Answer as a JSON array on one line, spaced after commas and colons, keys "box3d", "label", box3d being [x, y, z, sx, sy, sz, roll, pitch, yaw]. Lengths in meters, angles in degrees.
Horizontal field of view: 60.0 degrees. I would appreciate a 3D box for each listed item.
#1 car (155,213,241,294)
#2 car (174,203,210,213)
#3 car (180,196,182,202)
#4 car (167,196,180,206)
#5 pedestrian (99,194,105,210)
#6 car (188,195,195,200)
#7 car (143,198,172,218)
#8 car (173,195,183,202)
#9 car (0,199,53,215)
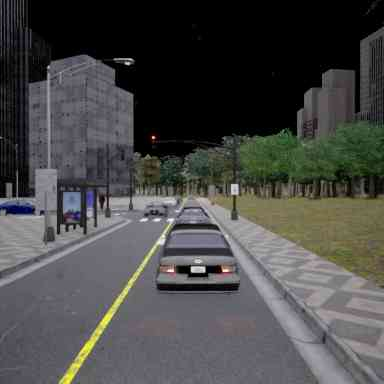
[{"box3d": [0.094, 1.545, 8.939, 2.033, 1.411, 5.357, 0, 0, -1], "label": "car"}, {"box3d": [0.071, 1.554, 19.217, 1.994, 1.385, 4.181, 0, 0, 0], "label": "car"}, {"box3d": [-3.120, 1.532, 59.777, 1.895, 1.301, 4.718, 0, 0, 0], "label": "car"}, {"box3d": [-3.130, 1.477, 47.599, 1.812, 1.442, 4.674, 0, 0, 0], "label": "car"}, {"box3d": [-10.108, 1.051, 37.285, 0.375, 1.860, 0.375, 0, 0, 1], "label": "pedestrian"}, {"box3d": [-0.153, 1.470, 86.414, 1.895, 1.301, 4.718, 0, 0, 0], "label": "car"}, {"box3d": [-3.120, 1.545, 29.571, 1.994, 1.385, 4.181, 0, 0, 0], "label": "car"}, {"box3d": [-3.088, 1.458, 71.764, 1.994, 1.385, 4.181, 0, 0, 0], "label": "car"}, {"box3d": [-15.658, 1.426, 31.180, 5.008, 1.535, 1.882, 0, 0, 0], "label": "car"}]
